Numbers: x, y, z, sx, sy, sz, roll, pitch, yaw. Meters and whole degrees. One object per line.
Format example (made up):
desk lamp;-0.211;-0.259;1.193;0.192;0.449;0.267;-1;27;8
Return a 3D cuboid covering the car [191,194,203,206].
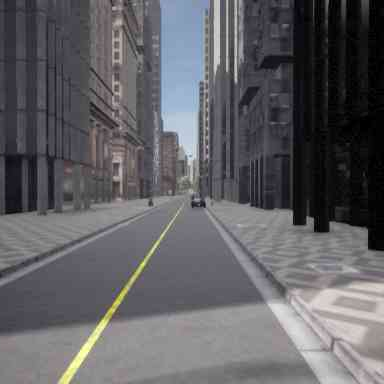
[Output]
car;0.898;1.395;62.133;2.150;2.045;5.566;0;0;0

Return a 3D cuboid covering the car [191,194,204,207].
car;0.898;1.354;56.133;2.150;2.045;5.566;0;0;0

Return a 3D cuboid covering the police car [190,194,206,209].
police car;0.901;1.467;46.213;1.930;1.638;5.238;0;0;0
